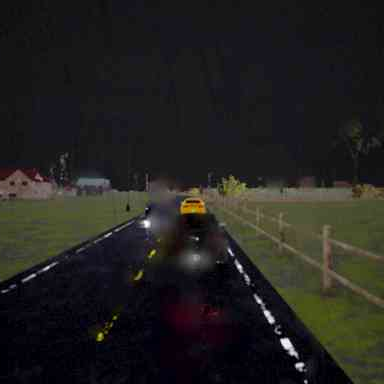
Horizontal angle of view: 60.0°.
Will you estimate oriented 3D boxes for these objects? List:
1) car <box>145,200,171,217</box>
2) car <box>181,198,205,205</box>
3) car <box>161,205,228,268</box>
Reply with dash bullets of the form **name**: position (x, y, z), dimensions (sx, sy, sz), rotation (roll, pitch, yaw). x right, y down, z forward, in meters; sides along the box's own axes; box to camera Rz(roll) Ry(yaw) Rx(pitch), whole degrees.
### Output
- **car**: position (-2.851, 1.374, 28.518), dimensions (1.895, 1.301, 4.718), rotation (0, 0, 0)
- **car**: position (0.084, 1.259, 27.429), dimensions (1.882, 1.535, 5.008), rotation (0, 0, 0)
- **car**: position (0.087, 1.417, 10.879), dimensions (1.837, 1.490, 4.892), rotation (0, 1, 0)
